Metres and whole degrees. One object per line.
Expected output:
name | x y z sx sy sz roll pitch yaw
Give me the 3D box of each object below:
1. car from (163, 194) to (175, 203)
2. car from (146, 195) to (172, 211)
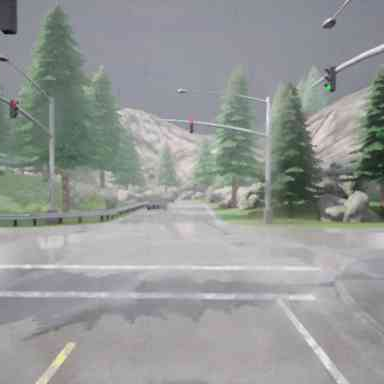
car | -4.037 1.071 53.561 1.812 1.442 4.674 0 0 -14
car | -3.542 1.268 34.776 1.994 1.385 4.181 0 0 0
